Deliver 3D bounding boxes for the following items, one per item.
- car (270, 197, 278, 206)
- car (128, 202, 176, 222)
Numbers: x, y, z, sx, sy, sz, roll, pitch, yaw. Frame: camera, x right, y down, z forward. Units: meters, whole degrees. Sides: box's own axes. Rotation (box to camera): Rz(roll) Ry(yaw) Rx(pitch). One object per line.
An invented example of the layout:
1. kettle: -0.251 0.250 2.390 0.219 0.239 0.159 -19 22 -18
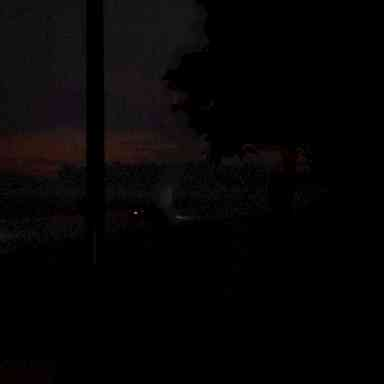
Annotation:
1. car: 14.264 1.539 54.297 1.837 1.490 4.892 3 2 31
2. car: -3.135 1.544 26.788 1.994 1.385 4.181 3 2 34
